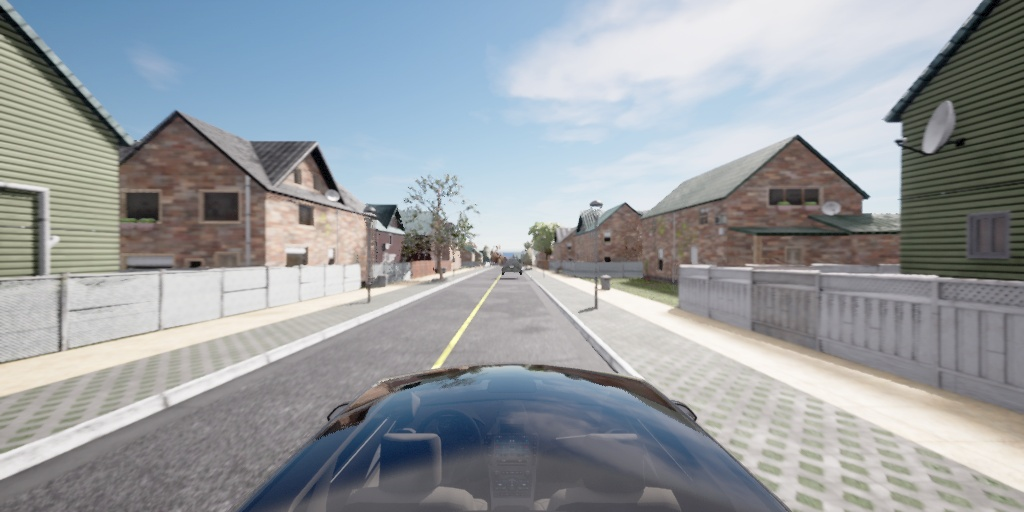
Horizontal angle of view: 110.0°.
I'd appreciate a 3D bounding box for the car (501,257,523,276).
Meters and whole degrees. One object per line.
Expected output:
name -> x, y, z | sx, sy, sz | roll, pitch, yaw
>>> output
car -> -0.003, 1.001, 36.399 | 2.097, 1.767, 4.553 | 0, -1, 0
